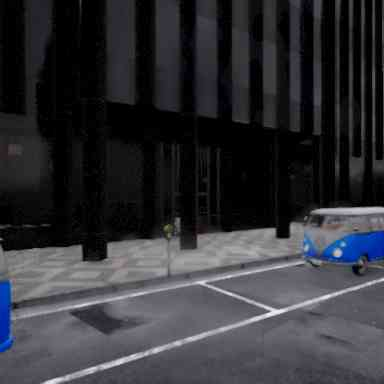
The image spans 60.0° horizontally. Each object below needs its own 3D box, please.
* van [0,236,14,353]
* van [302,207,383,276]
[{"bbox_3d":[-4.130,1.338,3.593,3.998,1.788,1.690,0,0,-36],"label":"van"},{"bbox_3d":[5.066,1.365,10.157,3.998,1.788,1.690,0,0,-36],"label":"van"}]
